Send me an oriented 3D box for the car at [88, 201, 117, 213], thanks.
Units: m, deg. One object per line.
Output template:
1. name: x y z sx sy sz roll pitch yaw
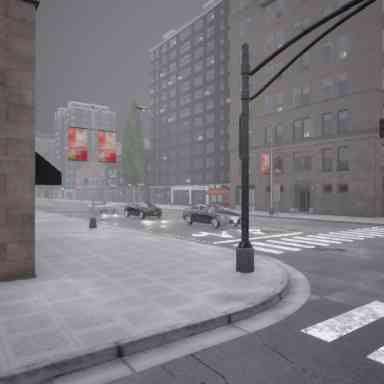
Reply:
1. car: -10.480 1.740 38.868 1.895 1.301 4.718 0 0 -36

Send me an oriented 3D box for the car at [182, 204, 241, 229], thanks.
1. car: 1.246 1.553 22.524 2.128 1.511 4.902 0 0 -36

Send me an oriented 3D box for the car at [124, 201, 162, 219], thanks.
1. car: -4.578 1.578 30.634 1.882 1.535 5.008 0 0 -35
